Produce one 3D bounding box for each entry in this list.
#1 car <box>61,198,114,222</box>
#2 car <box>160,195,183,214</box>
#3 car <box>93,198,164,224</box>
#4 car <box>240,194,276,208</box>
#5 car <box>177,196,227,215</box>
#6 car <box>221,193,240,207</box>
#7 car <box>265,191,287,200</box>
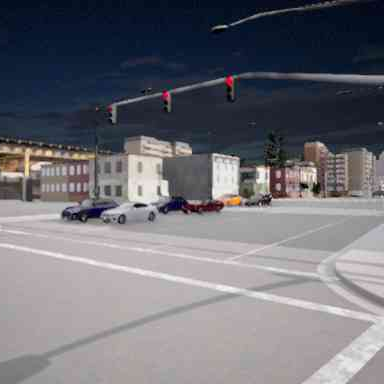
[{"bbox_3d":[-7.672,1.265,25.476,2.097,1.767,4.553,0,1,37],"label":"car"},{"bbox_3d":[-2.375,1.149,32.589,2.097,1.767,4.553,0,1,37],"label":"car"},{"bbox_3d":[-4.427,1.425,24.004,1.812,1.442,4.674,0,1,37],"label":"car"},{"bbox_3d":[8.239,1.085,40.976,1.837,1.490,4.892,0,1,37],"label":"car"},{"bbox_3d":[1.018,1.381,31.295,1.895,1.301,4.718,0,1,37],"label":"car"},{"bbox_3d":[4.480,0.961,41.787,2.097,1.767,4.553,0,1,37],"label":"car"},{"bbox_3d":[13.657,0.603,53.967,1.895,1.301,4.718,0,1,37],"label":"car"}]
